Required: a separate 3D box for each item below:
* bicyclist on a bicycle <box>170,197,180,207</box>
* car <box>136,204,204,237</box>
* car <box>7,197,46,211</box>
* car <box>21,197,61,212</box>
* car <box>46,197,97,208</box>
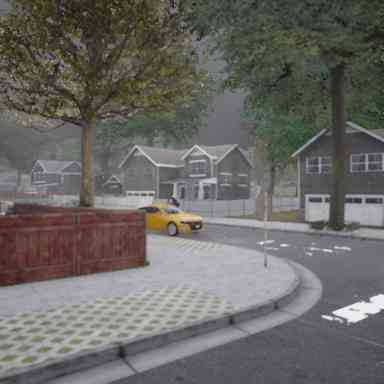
[{"bbox_3d":[-1.359,1.232,26.023,0.582,1.620,1.656,1,0,43],"label":"bicyclist on a bicycle"},{"bbox_3d":[-1.541,1.423,18.187,5.008,1.535,1.882,1,0,43],"label":"car"},{"bbox_3d":[-15.845,1.309,31.505,4.181,1.385,1.994,1,0,43],"label":"car"},{"bbox_3d":[-16.479,1.267,36.114,5.357,1.411,2.033,1,0,43],"label":"car"},{"bbox_3d":[-8.548,1.345,24.708,4.902,1.511,2.128,1,0,43],"label":"car"}]
